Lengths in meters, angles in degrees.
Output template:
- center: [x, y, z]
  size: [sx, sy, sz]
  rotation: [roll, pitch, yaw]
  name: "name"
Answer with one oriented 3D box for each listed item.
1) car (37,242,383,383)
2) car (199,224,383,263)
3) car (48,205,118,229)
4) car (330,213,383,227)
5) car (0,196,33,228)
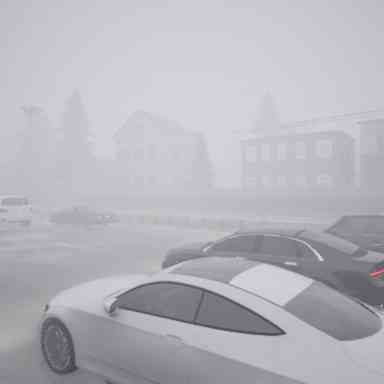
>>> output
- center: [0.113, 1.529, 3.911]
  size: [4.674, 1.442, 1.812]
  rotation: [0, 0, 36]
  name: "car"
- center: [1.514, 1.510, 7.211]
  size: [4.892, 1.490, 1.837]
  rotation: [0, 0, 35]
  name: "car"
- center: [-7.302, 1.578, 22.096]
  size: [5.357, 1.411, 2.033]
  rotation: [0, 0, 35]
  name: "car"
- center: [4.656, 1.355, 9.269]
  size: [4.553, 1.767, 2.097]
  rotation: [0, 0, 35]
  name: "car"
- center: [-12.555, 1.258, 21.544]
  size: [5.566, 2.045, 2.150]
  rotation: [0, 0, 36]
  name: "car"
